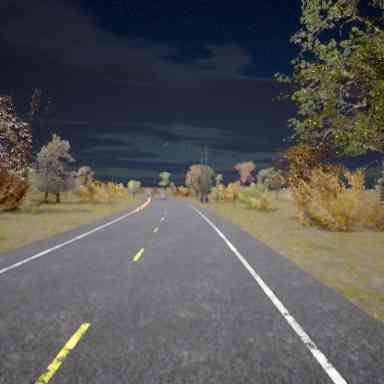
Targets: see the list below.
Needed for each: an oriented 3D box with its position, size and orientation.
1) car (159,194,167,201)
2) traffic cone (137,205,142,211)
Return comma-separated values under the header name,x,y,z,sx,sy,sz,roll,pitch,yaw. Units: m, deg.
name,x,y,z,sx,sy,sz,roll,pitch,yaw
car,-6.866,1.237,78.843,2.128,1.511,4.902,0,0,-7
traffic cone,-6.042,1.833,37.227,0.340,0.580,0.340,0,0,-3
